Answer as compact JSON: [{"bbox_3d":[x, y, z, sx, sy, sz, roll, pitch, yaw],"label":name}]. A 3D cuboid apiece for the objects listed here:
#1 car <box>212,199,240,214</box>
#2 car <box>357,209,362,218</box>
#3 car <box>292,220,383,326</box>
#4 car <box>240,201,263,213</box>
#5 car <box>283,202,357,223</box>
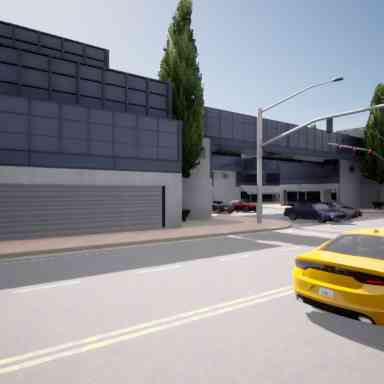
[{"bbox_3d":[2.427,1.504,34.983,1.837,1.490,4.892,0,0,-37],"label":"car"},{"bbox_3d":[11.996,1.564,28.111,1.994,1.385,4.181,0,0,-38],"label":"car"},{"bbox_3d":[4.187,1.478,6.829,5.008,1.535,1.882,0,0,-36],"label":"car"},{"bbox_3d":[5.498,1.601,36.720,1.895,1.301,4.718,0,0,-37],"label":"car"},{"bbox_3d":[9.169,1.547,24.981,2.033,1.411,5.357,0,0,-24],"label":"car"}]
